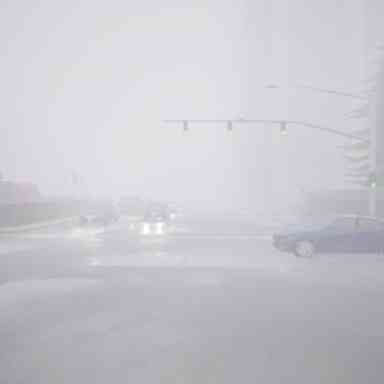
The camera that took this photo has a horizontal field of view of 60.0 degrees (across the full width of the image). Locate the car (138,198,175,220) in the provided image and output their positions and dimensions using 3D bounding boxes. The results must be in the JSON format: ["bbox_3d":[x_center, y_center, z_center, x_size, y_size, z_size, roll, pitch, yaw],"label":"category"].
[{"bbox_3d":[-2.979,1.594,28.843,2.128,1.511,4.902,0,0,1],"label":"car"}]

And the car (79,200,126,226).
[{"bbox_3d":[-6.593,1.561,24.088,2.128,1.511,4.902,0,0,1],"label":"car"}]

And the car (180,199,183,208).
[{"bbox_3d":[-2.407,1.737,51.726,1.812,1.442,4.674,0,0,2],"label":"car"}]

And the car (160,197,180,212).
[{"bbox_3d":[-2.751,1.675,38.695,1.812,1.442,4.674,0,0,1],"label":"car"}]

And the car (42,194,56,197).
[{"bbox_3d":[-27.414,1.391,62.351,4.605,1.855,1.932,0,0,2],"label":"car"}]

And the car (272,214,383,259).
[{"bbox_3d":[5.553,1.578,12.427,5.008,1.535,1.882,0,0,2],"label":"car"}]

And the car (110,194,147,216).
[{"bbox_3d":[-6.355,1.339,34.109,2.150,2.045,5.566,0,0,1],"label":"car"}]

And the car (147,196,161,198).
[{"bbox_3d":[-6.051,1.528,46.750,2.097,1.767,4.553,0,0,2],"label":"car"}]
